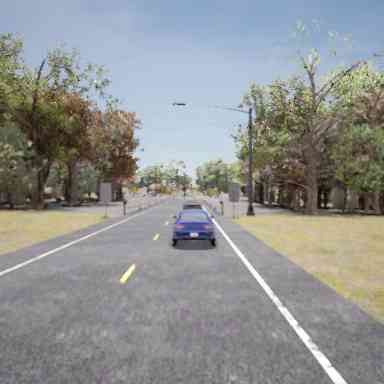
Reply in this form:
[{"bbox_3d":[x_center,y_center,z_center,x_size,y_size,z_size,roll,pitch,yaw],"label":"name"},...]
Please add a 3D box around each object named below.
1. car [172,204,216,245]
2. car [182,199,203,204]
[{"bbox_3d":[0.074,1.524,15.470,1.812,1.442,4.674,0,0,0],"label":"car"},{"bbox_3d":[0.036,1.506,33.016,1.837,1.490,4.892,0,0,0],"label":"car"}]
